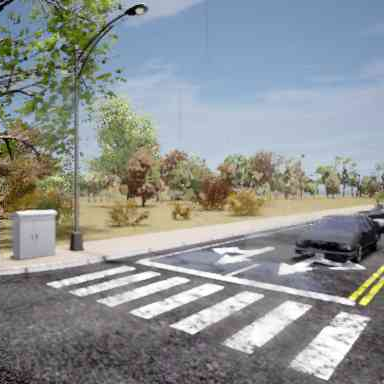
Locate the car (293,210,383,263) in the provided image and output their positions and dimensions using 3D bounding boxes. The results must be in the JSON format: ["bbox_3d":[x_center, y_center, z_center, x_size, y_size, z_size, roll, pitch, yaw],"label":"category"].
[{"bbox_3d":[5.615,1.562,12.366,2.033,1.411,5.357,0,0,39],"label":"car"}]

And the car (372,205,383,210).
[{"bbox_3d":[11.785,1.515,20.028,2.128,1.511,4.902,0,0,39],"label":"car"}]
